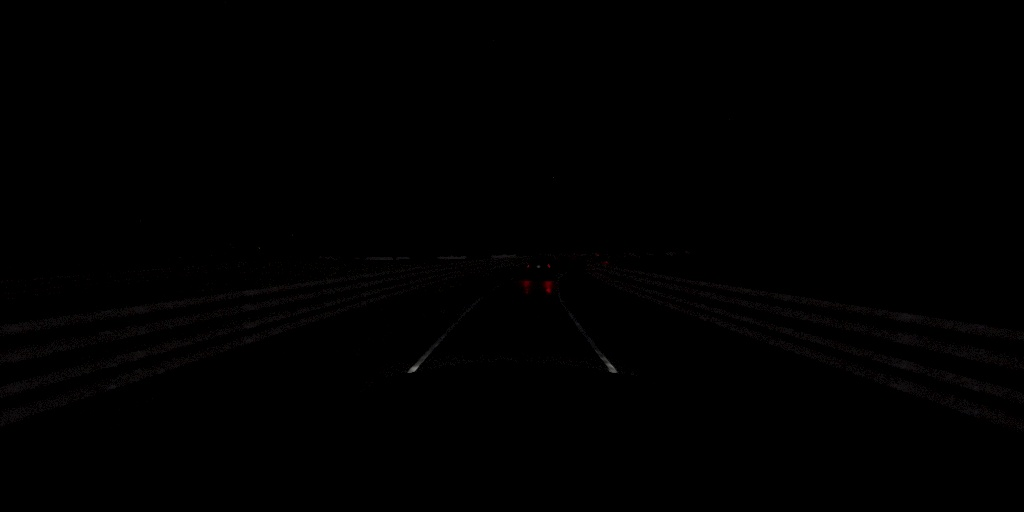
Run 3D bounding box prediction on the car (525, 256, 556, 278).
[{"bbox_3d":[2.387,0.760,28.743,2.097,1.767,4.553,1,1,11],"label":"car"}]
